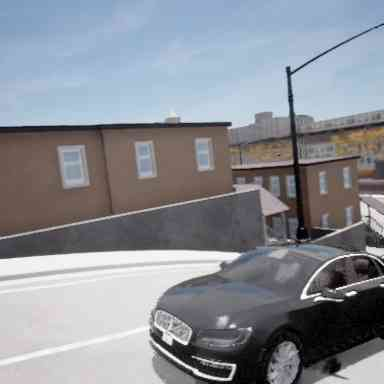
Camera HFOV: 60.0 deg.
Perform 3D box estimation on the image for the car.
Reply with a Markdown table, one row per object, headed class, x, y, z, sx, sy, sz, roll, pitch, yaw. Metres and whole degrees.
| class | x | y | z | sx | sy | sz | roll | pitch | yaw |
| --- | --- | --- | --- | --- | --- | --- | --- | --- | --- |
| car | 1.690 | 1.599 | 5.259 | 4.892 | 1.490 | 1.837 | 5 | -3 | -36 |
